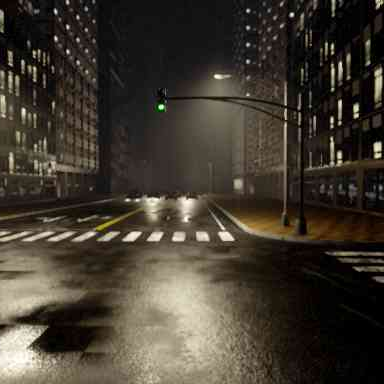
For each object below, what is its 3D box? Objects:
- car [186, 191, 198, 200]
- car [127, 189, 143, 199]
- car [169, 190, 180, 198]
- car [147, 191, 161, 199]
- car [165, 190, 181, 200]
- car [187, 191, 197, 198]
[{"bbox_3d":[0.009,0.546,52.716,2.033,1.411,5.357,0,1,0],"label":"car"},{"bbox_3d":[-9.741,0.278,56.911,2.097,1.767,4.553,0,1,0],"label":"car"},{"bbox_3d":[-3.240,0.392,62.717,1.994,1.385,4.181,0,1,0],"label":"car"},{"bbox_3d":[-6.491,0.491,56.885,1.994,1.385,4.181,0,1,0],"label":"car"},{"bbox_3d":[-3.242,0.553,52.300,2.033,1.411,5.357,0,1,0],"label":"car"},{"bbox_3d":[0.010,0.422,63.164,1.895,1.301,4.718,0,1,0],"label":"car"}]
